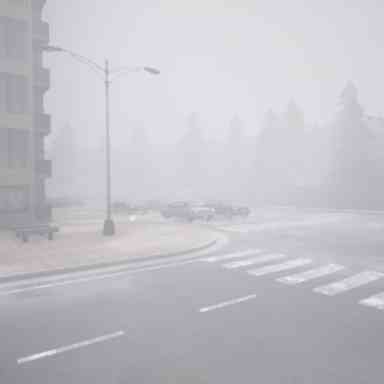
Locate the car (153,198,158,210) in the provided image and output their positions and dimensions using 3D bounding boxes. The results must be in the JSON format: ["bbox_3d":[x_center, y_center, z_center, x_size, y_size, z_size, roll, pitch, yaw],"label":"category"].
[{"bbox_3d":[-3.157,1.252,33.134,1.994,1.385,4.181,-1,1,-40],"label":"car"}]

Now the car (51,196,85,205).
[{"bbox_3d":[-19.515,1.323,52.248,4.718,1.301,1.895,-1,1,13],"label":"car"}]

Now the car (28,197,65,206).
[{"bbox_3d":[-21.419,1.376,49.070,4.718,1.301,1.895,-1,1,11],"label":"car"}]

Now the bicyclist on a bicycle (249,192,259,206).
[{"bbox_3d":[7.105,0.814,38.126,1.656,1.620,0.582,-1,1,-36],"label":"bicyclist on a bicycle"}]

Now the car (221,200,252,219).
[{"bbox_3d":[2.407,1.285,25.775,1.895,1.301,4.718,-1,1,-36],"label":"car"}]

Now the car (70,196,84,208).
[{"bbox_3d":[-16.357,1.322,43.813,4.181,1.385,1.994,-1,0,22],"label":"car"}]

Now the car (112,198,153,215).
[{"bbox_3d":[-5.868,1.267,31.029,1.812,1.442,4.674,-1,1,-38],"label":"car"}]

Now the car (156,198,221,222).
[{"bbox_3d":[-0.389,1.339,23.680,1.895,1.301,4.718,-1,1,-36],"label":"car"}]

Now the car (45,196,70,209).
[{"bbox_3d":[-17.875,1.312,40.717,4.892,1.490,1.837,-1,0,21],"label":"car"}]
